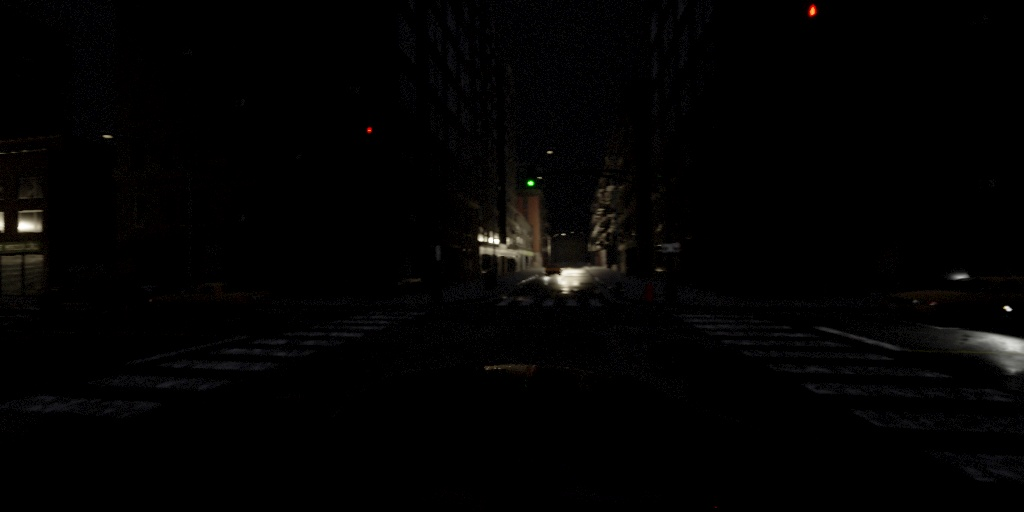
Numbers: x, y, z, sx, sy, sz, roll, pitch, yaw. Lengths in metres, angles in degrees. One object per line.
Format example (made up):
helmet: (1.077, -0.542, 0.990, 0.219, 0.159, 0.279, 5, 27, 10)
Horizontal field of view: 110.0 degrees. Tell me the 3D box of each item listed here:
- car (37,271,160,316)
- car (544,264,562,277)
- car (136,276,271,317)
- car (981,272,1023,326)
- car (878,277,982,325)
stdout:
car: (-18.071, 1.595, 15.958, 5.009, 1.841, 2.192, 0, 0, 10)
car: (5.081, 1.719, 44.107, 1.882, 1.535, 5.008, -1, -1, 10)
car: (-12.645, 1.694, 15.008, 4.829, 1.417, 1.751, 0, 0, 10)
car: (14.529, 1.129, 7.685, 5.357, 1.411, 2.033, -1, -1, 10)
car: (13.830, 1.163, 10.373, 4.829, 1.417, 1.751, 0, 0, 10)
